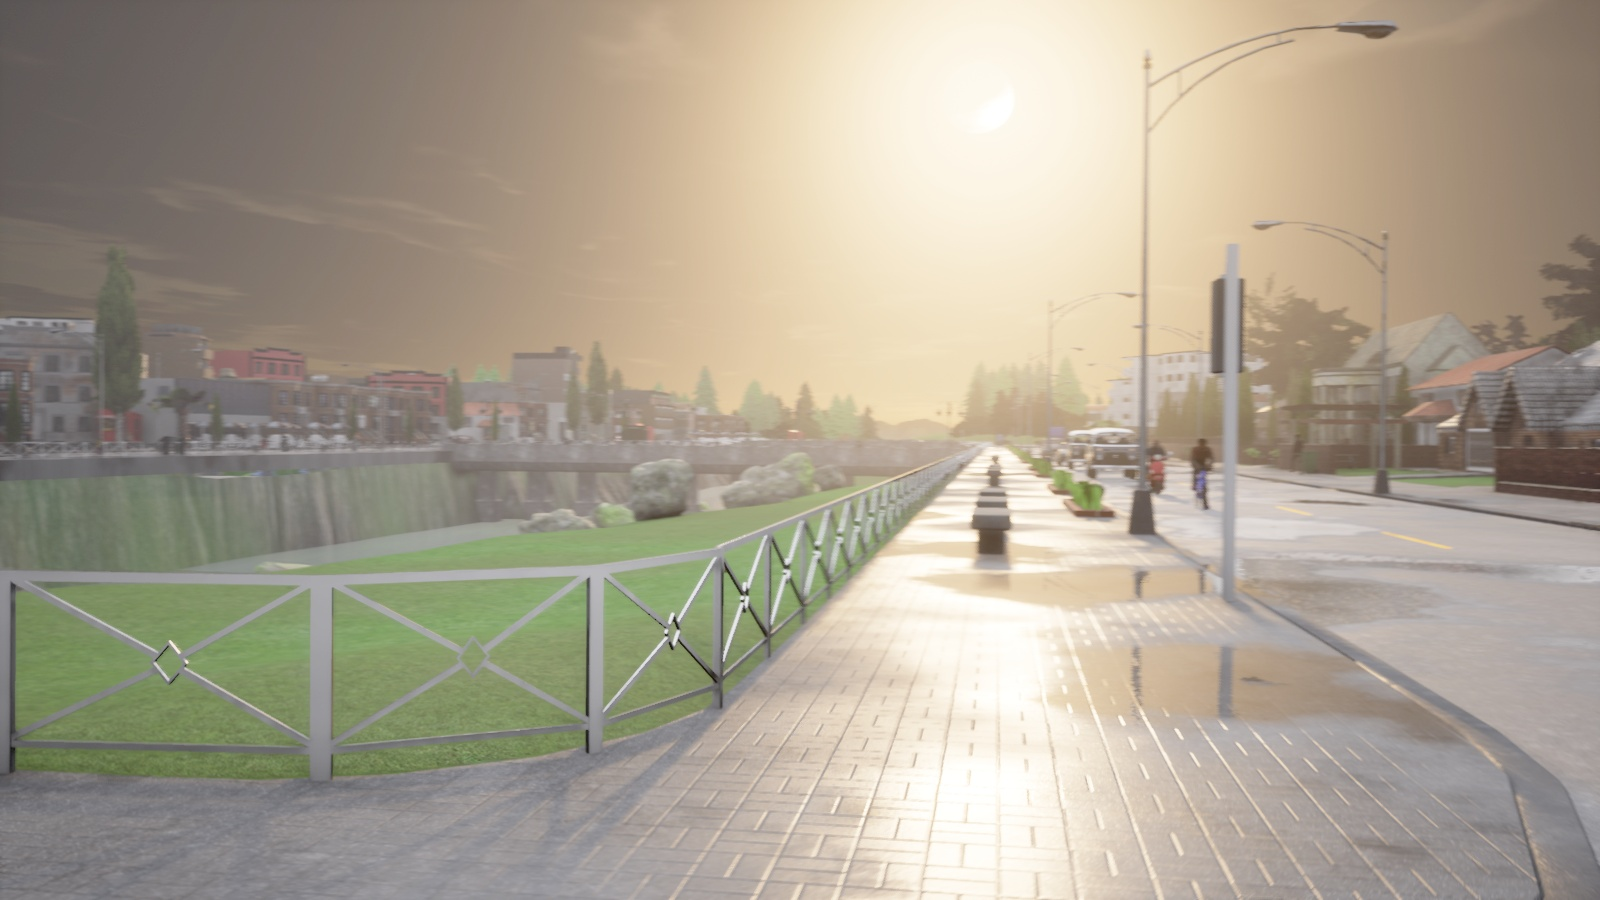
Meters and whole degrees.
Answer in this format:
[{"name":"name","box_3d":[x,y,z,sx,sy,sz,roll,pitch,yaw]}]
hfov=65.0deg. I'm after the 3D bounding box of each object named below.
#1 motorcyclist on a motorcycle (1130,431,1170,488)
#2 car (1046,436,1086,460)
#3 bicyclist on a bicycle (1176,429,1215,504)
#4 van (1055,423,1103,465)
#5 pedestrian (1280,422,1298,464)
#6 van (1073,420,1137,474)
[{"name":"motorcyclist on a motorcycle","box_3d":[10.033,0.258,36.079,0.866,1.590,1.817,-1,1,9]},{"name":"car","box_3d":[16.083,-0.135,76.211,2.033,1.411,5.357,-1,1,9]},{"name":"bicyclist on a bicycle","box_3d":[8.821,0.355,28.042,0.582,1.620,1.656,-1,1,9]},{"name":"van","box_3d":[14.362,-0.321,64.818,2.069,2.038,4.480,-1,1,9]},{"name":"pedestrian","box_3d":[21.513,-0.326,55.279,0.431,1.840,0.703,-1,1,-8]},{"name":"van","box_3d":[12.200,-0.147,50.473,2.069,2.038,4.480,-1,1,9]}]
